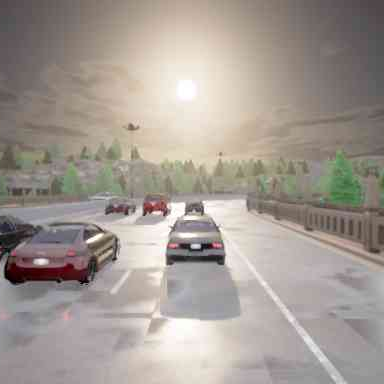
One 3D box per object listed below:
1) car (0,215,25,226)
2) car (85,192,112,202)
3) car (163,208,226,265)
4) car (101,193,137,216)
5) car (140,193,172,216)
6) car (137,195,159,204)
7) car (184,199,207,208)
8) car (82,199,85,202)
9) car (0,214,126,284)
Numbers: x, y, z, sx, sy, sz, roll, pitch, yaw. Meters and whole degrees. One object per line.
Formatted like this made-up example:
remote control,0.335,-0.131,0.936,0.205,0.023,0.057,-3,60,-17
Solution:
car,-6.899,1.517,11.608,2.033,1.411,5.357,0,0,0
car,-14.175,1.095,53.218,2.150,2.045,5.566,0,0,14
car,0.101,1.518,11.562,2.033,1.411,5.357,0,0,0
car,-6.684,1.268,31.802,2.097,1.767,4.553,0,0,3
car,-3.232,1.137,31.459,2.150,2.045,5.566,0,0,2
car,-8.051,1.354,61.275,1.837,1.490,4.892,0,0,20
car,0.327,1.416,32.098,1.837,1.490,4.892,0,0,3
car,-16.798,1.380,56.862,1.837,1.490,4.892,0,0,16
car,-3.399,1.539,9.509,1.994,1.385,4.181,0,0,0
